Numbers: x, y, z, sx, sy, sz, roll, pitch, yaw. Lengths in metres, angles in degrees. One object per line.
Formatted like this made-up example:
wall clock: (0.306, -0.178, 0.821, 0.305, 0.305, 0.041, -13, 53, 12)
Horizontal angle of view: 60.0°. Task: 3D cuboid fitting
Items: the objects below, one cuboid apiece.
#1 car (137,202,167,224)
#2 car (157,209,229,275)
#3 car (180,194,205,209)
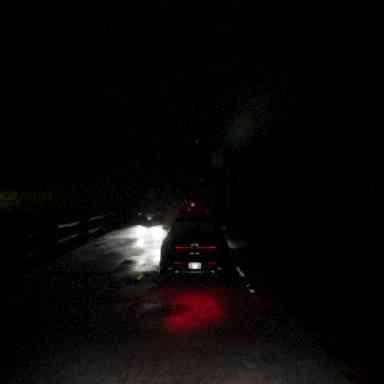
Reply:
car: (-2.864, 1.507, 24.779, 2.128, 1.511, 4.902, 0, 0, 0)
car: (0.080, 1.523, 10.519, 1.837, 1.490, 4.892, 0, 1, 0)
car: (0.077, 1.230, 31.968, 2.150, 2.045, 5.566, 0, 0, 0)
